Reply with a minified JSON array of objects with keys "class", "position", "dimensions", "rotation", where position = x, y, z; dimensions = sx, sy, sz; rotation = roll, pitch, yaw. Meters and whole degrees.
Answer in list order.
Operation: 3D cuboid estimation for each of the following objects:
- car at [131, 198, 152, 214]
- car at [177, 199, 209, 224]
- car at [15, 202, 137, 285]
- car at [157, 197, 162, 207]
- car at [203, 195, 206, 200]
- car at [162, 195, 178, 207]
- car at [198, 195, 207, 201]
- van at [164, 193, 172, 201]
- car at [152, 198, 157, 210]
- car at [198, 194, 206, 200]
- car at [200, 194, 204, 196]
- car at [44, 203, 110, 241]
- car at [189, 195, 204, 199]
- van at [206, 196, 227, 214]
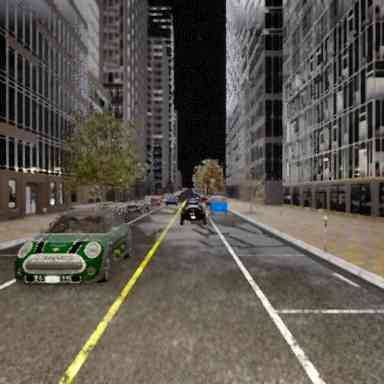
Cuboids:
[{"class":"car","position":[-5.704,1.537,34.170],"dimensions":[2.008,1.369,4.403],"rotation":[0,0,0]},{"class":"car","position":[0.091,1.517,24.577],"dimensions":[1.812,1.442,4.674],"rotation":[0,0,0]},{"class":"car","position":[-3.104,1.350,9.645],"dimensions":[2.097,1.767,4.553],"rotation":[0,0,0]},{"class":"car","position":[-5.710,1.544,51.248],"dimensions":[1.802,1.307,4.206],"rotation":[0,0,0]},{"class":"car","position":[2.673,1.523,45.555],"dimensions":[2.008,1.369,4.403],"rotation":[0,0,0]},{"class":"car","position":[-3.095,1.564,50.979],"dimensions":[1.895,1.301,4.718],"rotation":[0,0,0]},{"class":"car","position":[2.658,1.444,85.402],"dimensions":[2.008,1.369,4.403],"rotation":[0,0,0]},{"class":"van","position":[-5.721,1.245,79.709],"dimensions":[1.690,1.788,3.998],"rotation":[0,0,0]},{"class":"car","position":[-5.706,1.531,39.863],"dimensions":[2.008,1.369,4.403],"rotation":[0,0,0]},{"class":"car","position":[2.656,1.321,91.094],"dimensions":[1.967,1.590,4.097],"rotation":[0,0,0]},{"class":"car","position":[2.662,1.498,74.018],"dimensions":[1.802,1.307,4.206],"rotation":[0,0,0]},{"class":"car","position":[-5.698,1.435,17.093],"dimensions":[1.967,1.590,4.097],"rotation":[0,0,0]},{"class":"car","position":[0.084,1.524,42.799],"dimensions":[2.033,1.411,5.357],"rotation":[0,0,0]},{"class":"van","position":[2.676,1.328,34.169],"dimensions":[1.690,1.788,3.998],"rotation":[0,0,0]}]
